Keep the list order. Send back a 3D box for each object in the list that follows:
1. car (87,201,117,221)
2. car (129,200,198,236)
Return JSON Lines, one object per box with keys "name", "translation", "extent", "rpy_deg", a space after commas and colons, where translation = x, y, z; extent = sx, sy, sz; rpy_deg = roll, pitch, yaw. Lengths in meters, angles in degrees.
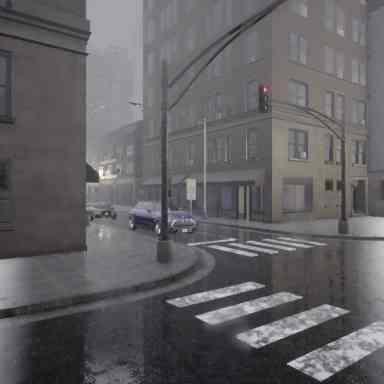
{"name": "car", "translation": [-7.436, 1.428, 26.073], "extent": [1.994, 1.385, 4.181], "rpy_deg": [0, 0, -35]}
{"name": "car", "translation": [-1.640, 1.269, 17.967], "extent": [2.097, 1.767, 4.553], "rpy_deg": [0, 0, -36]}
